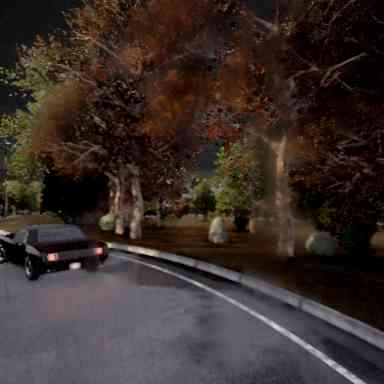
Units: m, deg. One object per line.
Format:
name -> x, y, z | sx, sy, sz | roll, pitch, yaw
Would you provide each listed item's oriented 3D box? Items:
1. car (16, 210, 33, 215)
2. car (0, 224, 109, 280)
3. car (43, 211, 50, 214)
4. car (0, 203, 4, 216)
car -> -31.200, 4.076, 62.010 | 1.895, 1.301, 4.718 | -1, -5, -10
car -> -4.509, 1.649, 10.284 | 1.895, 1.301, 4.718 | -1, 0, -42
car -> -28.676, 4.467, 67.623 | 1.895, 1.301, 4.718 | -1, -5, -10
car -> -28.469, 2.430, 46.818 | 2.150, 2.045, 5.566 | -1, -4, -10
